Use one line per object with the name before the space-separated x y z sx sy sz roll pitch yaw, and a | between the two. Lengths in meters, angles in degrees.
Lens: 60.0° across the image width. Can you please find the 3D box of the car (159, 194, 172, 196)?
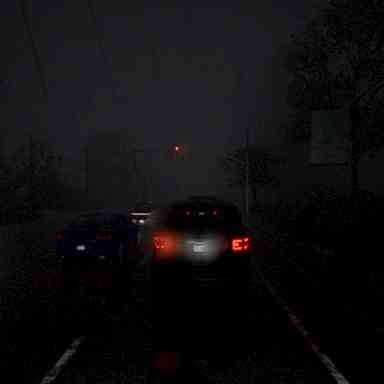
car | -4.219 1.473 51.201 1.882 1.535 5.008 0 0 6

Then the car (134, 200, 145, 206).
car | -2.806 1.490 21.657 2.128 1.511 4.902 0 0 2

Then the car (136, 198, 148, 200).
car | -7.648 1.559 52.008 1.994 1.385 4.181 0 0 6

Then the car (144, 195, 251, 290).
car | 0.254 1.221 9.228 2.150 2.045 5.566 0 0 1

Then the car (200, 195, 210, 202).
car | 3.156 1.511 79.013 1.812 1.442 4.674 0 0 10

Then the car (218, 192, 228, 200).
car | 8.399 1.085 88.623 2.150 2.045 5.566 0 0 11

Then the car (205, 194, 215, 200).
car | 4.873 1.382 88.815 2.033 1.411 5.357 0 0 11

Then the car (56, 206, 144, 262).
car | -3.169 1.477 12.166 1.882 1.535 5.008 0 0 2

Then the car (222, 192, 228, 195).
car | 6.611 1.343 78.457 2.097 1.767 4.553 0 0 10

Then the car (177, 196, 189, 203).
car | -1.852 1.519 69.543 1.812 1.442 4.674 0 0 8

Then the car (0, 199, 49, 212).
car | -19.170 1.544 37.754 5.357 1.411 2.033 0 0 6

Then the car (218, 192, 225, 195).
car | 0.596 1.220 19.560 2.150 2.045 5.566 0 0 2
